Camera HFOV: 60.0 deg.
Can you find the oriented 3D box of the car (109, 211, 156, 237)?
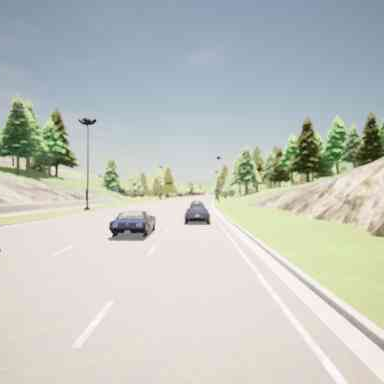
[{"bbox_3d":[-3.179,1.702,18.726,1.895,1.301,4.718,0,0,1],"label":"car"}]

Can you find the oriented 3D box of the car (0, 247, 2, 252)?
[{"bbox_3d":[-6.797,1.642,8.102,1.895,1.301,4.718,0,0,0],"label":"car"}]

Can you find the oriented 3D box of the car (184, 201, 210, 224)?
[{"bbox_3d":[0.417,1.710,26.448,1.994,1.385,4.181,0,0,1],"label":"car"}]
